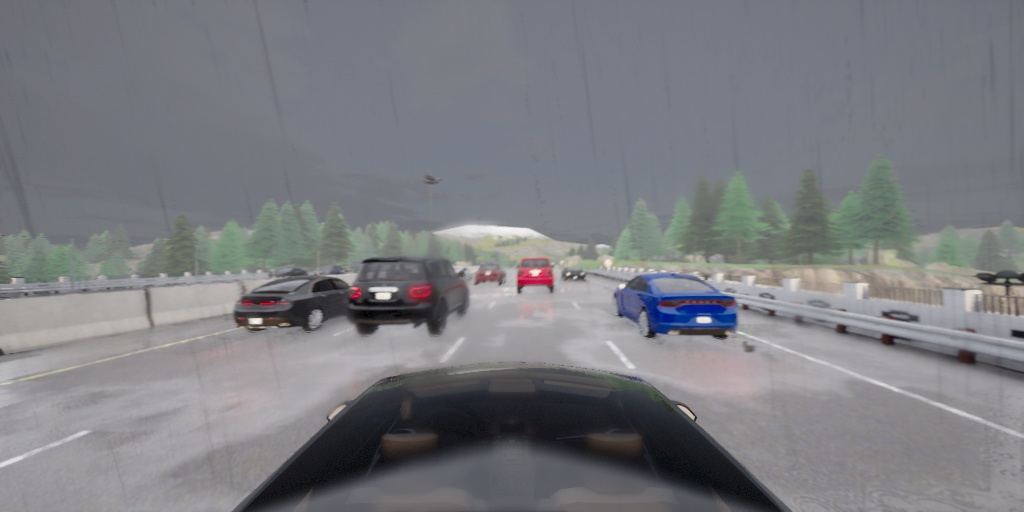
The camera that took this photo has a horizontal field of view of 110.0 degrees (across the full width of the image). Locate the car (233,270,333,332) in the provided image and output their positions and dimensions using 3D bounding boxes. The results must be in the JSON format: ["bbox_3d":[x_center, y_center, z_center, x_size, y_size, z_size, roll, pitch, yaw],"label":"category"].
[{"bbox_3d":[-6.235,1.383,11.353,1.837,1.490,4.892,-1,0,4],"label":"car"}]

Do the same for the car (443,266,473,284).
[{"bbox_3d":[-4.892,1.672,32.996,1.812,1.442,4.674,-1,-1,4],"label":"car"}]

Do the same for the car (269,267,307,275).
[{"bbox_3d":[-25.607,2.041,41.162,1.882,1.535,5.008,-1,-1,4],"label":"car"}]

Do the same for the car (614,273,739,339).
[{"bbox_3d":[4.201,1.212,10.037,1.882,1.535,5.008,-1,0,4],"label":"car"}]

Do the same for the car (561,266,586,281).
[{"bbox_3d":[5.656,1.627,33.445,1.895,1.301,4.718,-1,-1,4],"label":"car"}]

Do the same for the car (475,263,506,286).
[{"bbox_3d":[-1.646,1.380,28.871,2.097,1.767,4.553,-1,-1,4],"label":"car"}]

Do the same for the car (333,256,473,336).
[{"bbox_3d":[-2.765,1.048,10.860,2.150,2.045,5.566,-1,-1,4],"label":"car"}]

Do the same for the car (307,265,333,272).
[{"bbox_3d":[-21.973,1.913,43.126,2.097,1.767,4.553,-1,-1,4],"label":"car"}]

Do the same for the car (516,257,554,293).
[{"bbox_3d":[1.450,1.111,22.270,2.150,2.045,5.566,-1,-1,4],"label":"car"}]
